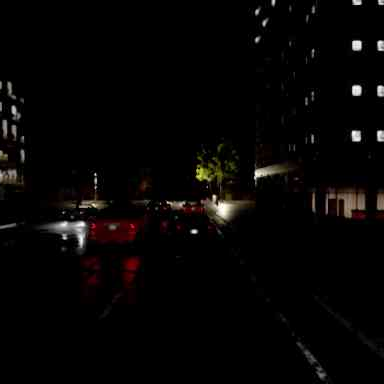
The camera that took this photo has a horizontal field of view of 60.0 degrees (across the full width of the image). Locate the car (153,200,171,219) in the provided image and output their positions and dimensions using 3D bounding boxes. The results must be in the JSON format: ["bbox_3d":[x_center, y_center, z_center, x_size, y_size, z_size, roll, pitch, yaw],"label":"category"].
[{"bbox_3d":[-3.153,1.532,31.758,2.097,1.767,4.553,0,0,0],"label":"car"}]

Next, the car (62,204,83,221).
[{"bbox_3d":[-9.848,1.770,29.554,1.895,1.301,4.718,0,0,0],"label":"car"}]

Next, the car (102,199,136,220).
[{"bbox_3d":[-6.596,1.527,30.649,2.097,1.767,4.553,0,0,0],"label":"car"}]

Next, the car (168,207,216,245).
[{"bbox_3d":[0.097,1.657,16.033,1.994,1.385,4.181,0,0,0],"label":"car"}]

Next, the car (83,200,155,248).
[{"bbox_3d":[-3.154,1.441,15.358,2.097,1.767,4.553,0,0,0],"label":"car"}]

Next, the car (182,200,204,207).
[{"bbox_3d":[0.097,1.532,31.773,2.097,1.767,4.553,0,0,0],"label":"car"}]
